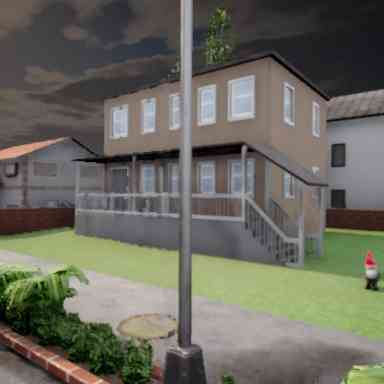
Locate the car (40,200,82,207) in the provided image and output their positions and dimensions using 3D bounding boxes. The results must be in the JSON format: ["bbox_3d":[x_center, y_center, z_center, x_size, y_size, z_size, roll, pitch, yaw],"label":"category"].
[{"bbox_3d":[-8.510,1.279,22.834,1.845,1.501,3.633,0,-1,38],"label":"car"}]
